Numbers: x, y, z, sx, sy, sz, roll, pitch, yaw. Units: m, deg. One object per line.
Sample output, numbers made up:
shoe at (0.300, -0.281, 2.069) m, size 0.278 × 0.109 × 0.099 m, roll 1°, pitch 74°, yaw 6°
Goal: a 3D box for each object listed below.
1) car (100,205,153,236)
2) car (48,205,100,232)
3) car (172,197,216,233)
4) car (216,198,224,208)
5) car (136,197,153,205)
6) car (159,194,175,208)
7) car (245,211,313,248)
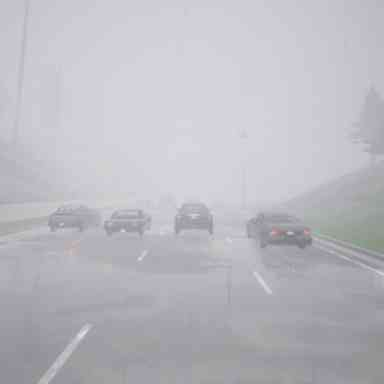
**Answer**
car at (-3.393, 1.610, 18.536) m, size 1.895 × 1.301 × 4.718 m, roll 0°, pitch 0°, yaw 0°
car at (-6.893, 1.502, 20.023) m, size 2.128 × 1.511 × 4.902 m, roll 0°, pitch 0°, yaw 0°
car at (0.107, 1.362, 19.781) m, size 2.097 × 1.767 × 4.553 m, roll 0°, pitch 0°, yaw 0°
car at (3.529, 1.572, 47.330) m, size 2.033 × 1.411 × 5.357 m, roll 0°, pitch 0°, yaw 2°
car at (-6.907, 1.518, 49.054) m, size 2.128 × 1.511 × 4.902 m, roll 0°, pitch 0°, yaw 3°
car at (-3.456, 1.247, 48.137) m, size 2.150 × 2.045 × 5.566 m, roll 0°, pitch 0°, yaw 2°
car at (3.605, 1.555, 14.697) m, size 2.033 × 1.411 × 5.357 m, roll 0°, pitch 0°, yaw 0°
